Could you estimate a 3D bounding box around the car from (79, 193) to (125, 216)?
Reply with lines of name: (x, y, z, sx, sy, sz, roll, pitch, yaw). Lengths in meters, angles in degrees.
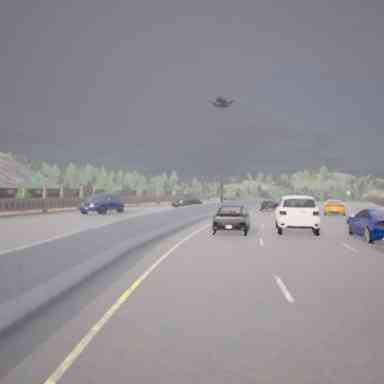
car: (-8.644, 1.151, 32.501, 2.150, 2.045, 5.566, 0, 0, 18)

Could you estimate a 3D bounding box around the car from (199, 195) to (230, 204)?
car: (2.983, 1.491, 43.103, 1.812, 1.442, 4.674, 0, 0, 24)

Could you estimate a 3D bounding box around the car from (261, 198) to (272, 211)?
car: (9.568, 1.503, 40.111, 1.837, 1.490, 4.892, 0, 0, 23)

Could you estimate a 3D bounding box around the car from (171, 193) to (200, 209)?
car: (-0.696, 1.173, 43.434, 2.150, 2.045, 5.566, 0, 0, 24)

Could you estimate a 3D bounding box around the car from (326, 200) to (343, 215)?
car: (14.576, 1.504, 34.068, 1.882, 1.535, 5.008, 0, 0, 23)

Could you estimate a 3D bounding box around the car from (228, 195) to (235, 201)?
car: (7.555, 1.344, 70.151, 2.033, 1.411, 5.357, 0, 0, 24)

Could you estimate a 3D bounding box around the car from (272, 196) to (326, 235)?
car: (5.939, 1.227, 19.119, 2.150, 2.045, 5.566, 0, 0, 13)

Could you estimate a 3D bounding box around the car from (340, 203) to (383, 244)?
car: (8.832, 1.499, 15.789, 1.882, 1.535, 5.008, 0, 0, 10)

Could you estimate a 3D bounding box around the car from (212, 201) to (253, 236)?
car: (2.297, 1.481, 18.609, 2.128, 1.511, 4.902, 0, 0, 12)
